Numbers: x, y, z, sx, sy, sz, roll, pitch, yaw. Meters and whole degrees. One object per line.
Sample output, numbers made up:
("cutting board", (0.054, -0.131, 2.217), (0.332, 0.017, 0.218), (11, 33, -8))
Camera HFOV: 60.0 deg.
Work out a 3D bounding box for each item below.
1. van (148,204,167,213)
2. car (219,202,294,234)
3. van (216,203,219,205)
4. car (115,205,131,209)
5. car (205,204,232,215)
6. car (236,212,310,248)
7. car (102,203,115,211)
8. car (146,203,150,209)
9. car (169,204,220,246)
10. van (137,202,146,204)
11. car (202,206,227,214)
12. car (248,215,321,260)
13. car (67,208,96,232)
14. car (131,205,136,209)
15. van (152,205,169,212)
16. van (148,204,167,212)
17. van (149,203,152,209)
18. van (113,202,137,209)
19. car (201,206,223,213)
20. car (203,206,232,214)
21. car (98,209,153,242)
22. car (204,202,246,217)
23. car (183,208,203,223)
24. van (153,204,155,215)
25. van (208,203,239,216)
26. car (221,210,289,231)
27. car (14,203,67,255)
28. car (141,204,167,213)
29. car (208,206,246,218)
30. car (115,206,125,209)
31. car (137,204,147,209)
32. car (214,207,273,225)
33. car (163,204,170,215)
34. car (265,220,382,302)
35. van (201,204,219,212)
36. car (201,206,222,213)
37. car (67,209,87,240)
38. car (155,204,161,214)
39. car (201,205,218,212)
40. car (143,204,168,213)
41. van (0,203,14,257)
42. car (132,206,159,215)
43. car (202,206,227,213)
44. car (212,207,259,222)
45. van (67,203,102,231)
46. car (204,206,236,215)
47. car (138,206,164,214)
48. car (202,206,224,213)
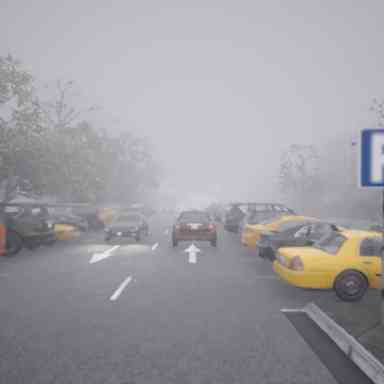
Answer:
("van", (-8.354, 3.977, 80.181), (4.442, 1.987, 1.878), (0, -3, 0))
("car", (4.585, 1.619, 19.078), (5.566, 2.045, 2.435), (0, -2, 0))
("van", (4.447, 1.886, 27.402), (4.442, 1.987, 1.878), (0, -2, 0))
("car", (-8.509, 2.202, 30.369), (5.008, 1.535, 2.097), (0, -2, 0))
("car", (4.621, 3.067, 57.900), (4.553, 1.767, 2.185), (0, -3, 0))
("car", (4.545, 1.718, 13.525), (5.008, 1.535, 2.097), (0, -2, 0))
("car", (-8.487, 1.916, 24.833), (4.553, 1.767, 2.185), (0, -2, 0))
("car", (-8.507, 2.605, 44.213), (5.008, 1.535, 2.097), (0, -2, 0))
("car", (0.114, 1.693, 17.305), (2.097, 1.767, 4.553), (0, -2, 0))
("van", (-8.388, 2.299, 41.450), (4.442, 1.987, 1.878), (0, -2, 0))
("car", (4.593, 3.695, 68.988), (4.892, 1.521, 2.231), (0, -3, 0))
("car", (4.544, 1.655, 10.753), (4.892, 1.521, 2.231), (0, -1, 0))
("car", (-8.517, 1.881, 19.292), (4.892, 1.521, 2.231), (0, -2, 0))
("car", (-8.506, 2.284, 33.138), (4.892, 1.521, 2.231), (0, -2, 0))
("van", (-8.356, 4.356, 88.498), (4.442, 1.987, 1.878), (0, -3, 0))
("van", (-8.585, 4.102, 82.948), (4.442, 1.987, 1.878), (0, -3, 0))
("van", (-8.383, 2.471, 46.839), (4.442, 1.987, 1.878), (0, -2, 0))
("van", (-8.626, 2.138, 35.913), (4.442, 1.987, 1.878), (0, -2, 0))
("car", (4.635, 4.099, 77.306), (4.792, 1.488, 2.163), (0, -3, 0))
("car", (4.780, 3.440, 63.441), (5.366, 1.575, 1.946), (0, -3, 0))
("car", (-3.583, 1.891, 18.849), (1.837, 1.490, 4.892), (0, -2, 0))
("car", (4.551, 2.440, 46.812), (5.566, 2.045, 2.435), (0, -3, 0))
("car", (0.130, 2.425, 35.214), (1.994, 1.385, 4.181), (0, -2, 0))
("van", (-8.612, 2.721, 52.382), (4.442, 1.987, 1.878), (0, -3, 0))
("van", (4.699, 2.591, 49.584), (4.442, 1.987, 1.878), (0, -3, 0))
("car", (4.558, 2.071, 24.620), (4.674, 1.452, 2.002), (0, -2, 0))
("car", (-8.556, 1.476, 13.764), (5.566, 2.045, 2.435), (0, -1, 0))
("car", (-8.448, 3.702, 74.648), (5.566, 2.045, 2.435), (0, -3, 0))
("car", (4.548, 2.626, 44.051), (4.792, 1.488, 2.163), (0, -2, 0))
("car", (-8.511, 2.118, 27.474), (5.008, 1.535, 2.097), (0, -2, 0))
("car", (-8.322, 2.441, 38.677), (5.366, 1.575, 1.946), (0, -2, 0))
("car", (4.560, 2.192, 30.171), (5.008, 1.535, 2.097), (0, -2, 0))
("car", (-3.500, 3.110, 59.526), (2.097, 1.767, 4.553), (0, -3, 0))
("car", (4.732, 1.594, 7.985), (5.366, 1.575, 1.946), (0, -1, 0))
("van", (4.494, 4.095, 82.865), (4.442, 1.987, 1.878), (0, -3, 0))
("car", (4.638, 4.224, 80.080), (4.792, 1.488, 2.163), (0, -3, 0))
("car", (-8.341, 1.799, 16.525), (5.366, 1.575, 1.946), (0, -2, 0))
("car", (-8.464, 2.821, 55.151), (5.566, 2.045, 2.435), (0, -3, 0))
("car", (4.584, 4.448, 88.404), (4.553, 1.767, 2.185), (0, -3, 0))
("car", (-8.446, 3.827, 77.415), (5.566, 2.045, 2.435), (0, -3, 0))
("van", (-8.648, 1.434, 10.873), (4.442, 1.987, 1.878), (0, -1, 0))
("car", (-8.486, 3.368, 60.798), (4.674, 1.452, 2.002), (0, -3, 0))
("car", (4.787, 3.816, 71.761), (5.366, 1.575, 1.946), (0, -3, 0))
("car", (4.600, 2.384, 35.719), (4.792, 1.488, 2.163), (0, -2, 0))
("van", (-8.638, 1.735, 22.068), (4.442, 1.987, 1.878), (0, -2, 0))
("car", (4.593, 3.067, 55.121), (5.008, 1.535, 2.097), (0, -3, 0))
("car", (-8.475, 3.702, 69.101), (5.008, 1.535, 2.097), (0, -3, 0))
("car", (4.633, 3.974, 74.533), (4.792, 1.488, 2.163), (0, -3, 0))
